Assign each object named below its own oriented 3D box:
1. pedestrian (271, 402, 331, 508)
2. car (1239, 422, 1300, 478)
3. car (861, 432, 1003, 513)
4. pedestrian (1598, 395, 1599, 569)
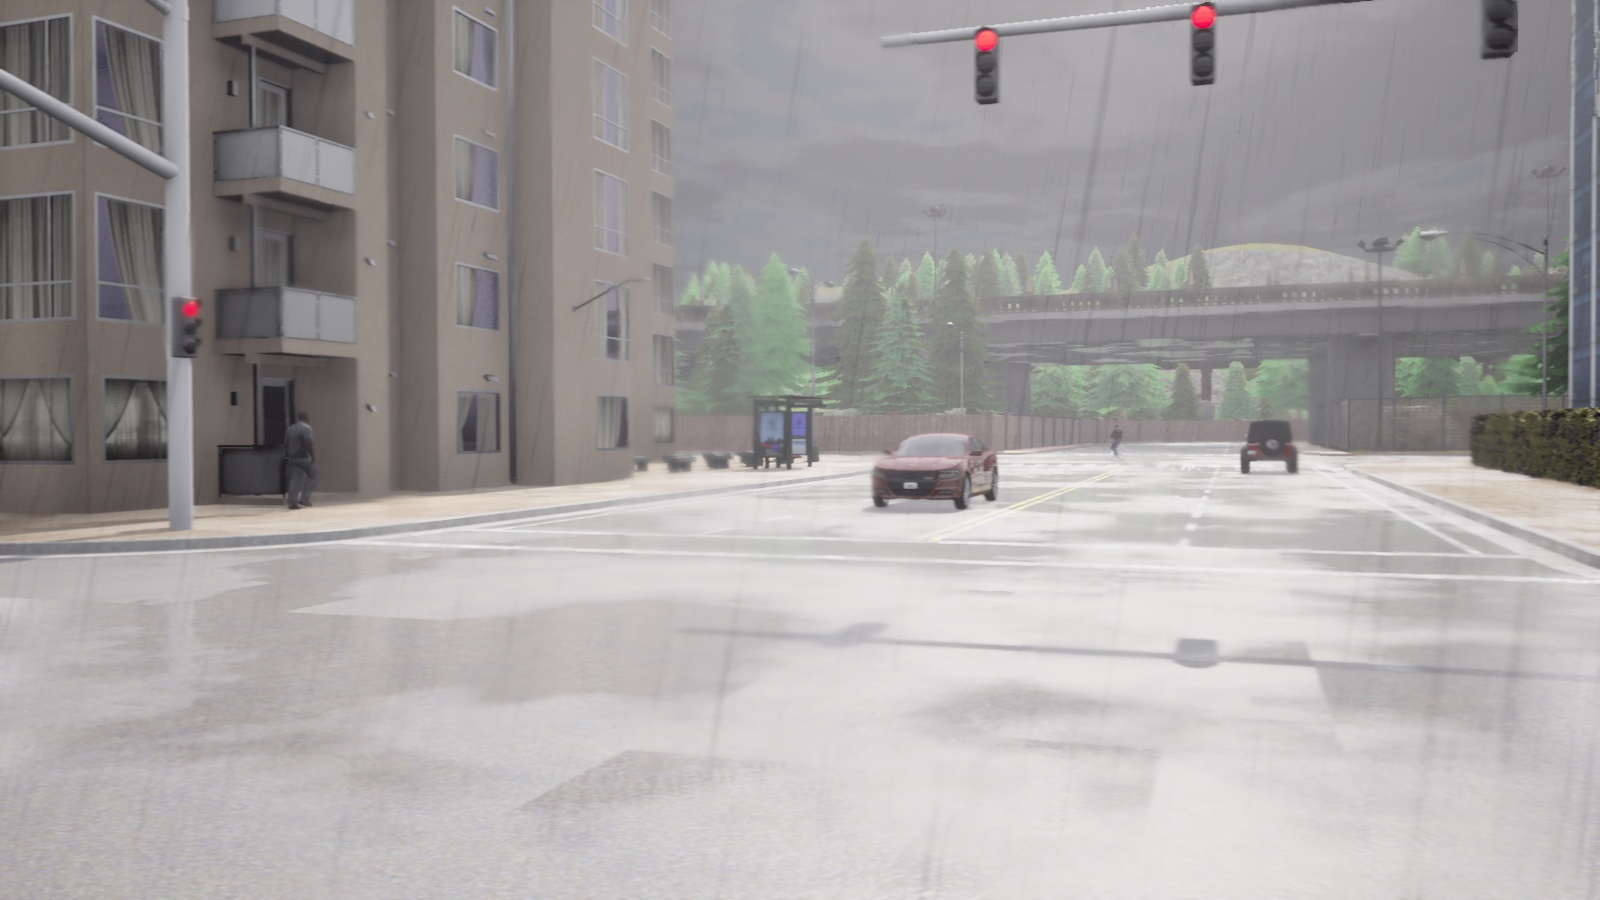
[{"bbox_3d":[-9.071,0.085,22.852,0.563,1.883,0.849,1,1,26],"label":"pedestrian"},{"bbox_3d":[16.559,-0.027,44.451,1.905,1.878,3.866,1,1,19],"label":"car"},{"bbox_3d":[2.901,0.391,26.502,1.882,1.535,5.008,1,1,19],"label":"car"},{"bbox_3d":[8.801,0.349,12.876,0.900,1.855,0.874,1,1,23],"label":"pedestrian"}]
